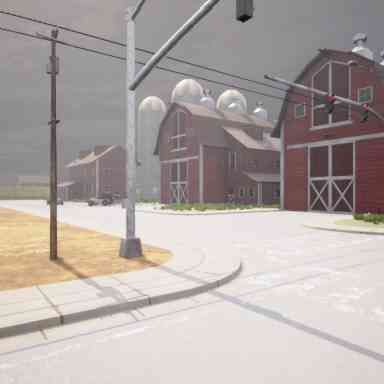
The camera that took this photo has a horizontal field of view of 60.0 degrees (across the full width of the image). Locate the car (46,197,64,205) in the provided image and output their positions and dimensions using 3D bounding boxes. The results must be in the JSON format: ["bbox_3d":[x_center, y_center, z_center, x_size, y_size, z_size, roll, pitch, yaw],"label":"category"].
[{"bbox_3d":[-23.312,1.537,56.553,1.994,1.385,4.181,0,0,-36],"label":"car"}]

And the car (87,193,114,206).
[{"bbox_3d":[-13.842,1.118,50.567,3.866,1.878,1.905,-2,5,11],"label":"car"}]
